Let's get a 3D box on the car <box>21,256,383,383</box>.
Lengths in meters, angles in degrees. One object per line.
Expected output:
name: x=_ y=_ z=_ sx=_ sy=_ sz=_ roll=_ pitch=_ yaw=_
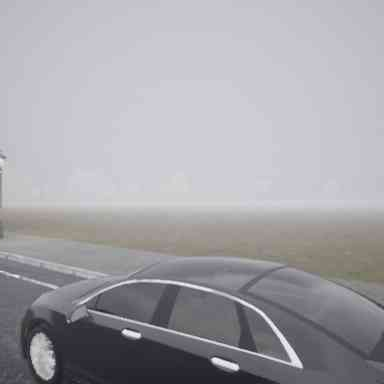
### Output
car: x=-0.009 y=1.512 z=3.722 sx=4.892 sy=1.490 sz=1.837 roll=0 pitch=0 yaw=36
